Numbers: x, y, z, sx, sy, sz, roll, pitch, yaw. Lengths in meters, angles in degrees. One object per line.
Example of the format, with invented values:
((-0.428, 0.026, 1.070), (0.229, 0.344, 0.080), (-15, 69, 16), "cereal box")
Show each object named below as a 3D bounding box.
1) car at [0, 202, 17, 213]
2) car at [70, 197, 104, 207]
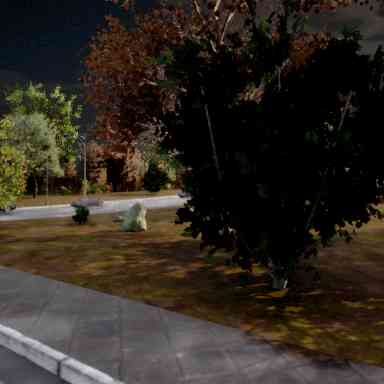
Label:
((-21.024, 1.534, 34.692), (2.128, 1.511, 4.902), (0, 1, 39), "car")
((-13.743, 1.333, 43.651), (1.994, 1.385, 4.181), (0, 2, 39), "car")
